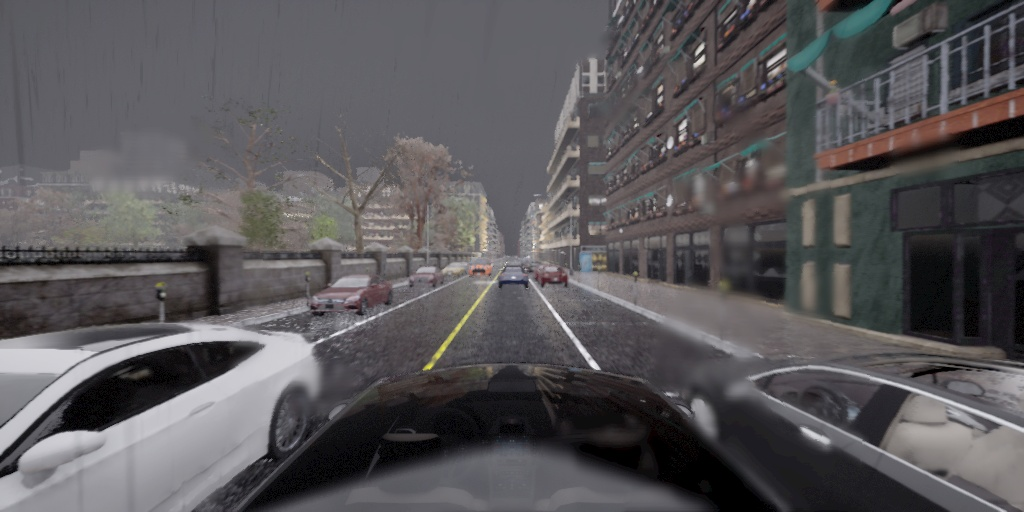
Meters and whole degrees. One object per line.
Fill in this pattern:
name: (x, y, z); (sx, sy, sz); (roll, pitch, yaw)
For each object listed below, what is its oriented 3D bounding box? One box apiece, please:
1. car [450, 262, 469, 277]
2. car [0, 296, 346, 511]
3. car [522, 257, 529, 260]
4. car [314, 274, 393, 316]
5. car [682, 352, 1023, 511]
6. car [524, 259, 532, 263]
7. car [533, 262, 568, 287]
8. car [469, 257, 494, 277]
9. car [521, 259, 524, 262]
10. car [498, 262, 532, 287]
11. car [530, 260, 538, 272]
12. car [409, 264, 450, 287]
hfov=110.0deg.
car: (-5.683, 1.297, 35.253); (1.751, 1.417, 4.829); (0, 0, 0)
car: (-3.090, 1.276, 2.308); (1.812, 1.442, 4.674); (0, 0, 0)
car: (2.700, 1.222, 46.492); (1.967, 1.591, 4.097); (0, 0, 0)
car: (-5.688, 1.338, 13.282); (1.802, 1.307, 4.207); (0, 0, 0)
car: (2.690, 1.301, 2.211); (2.007, 1.370, 4.403); (0, 0, 0)
car: (2.699, 1.342, 40.957); (1.948, 1.339, 4.313); (0, 0, 0)
car: (2.695, 1.308, 24.351); (1.888, 1.381, 4.507); (0, 0, 0)
car: (-3.085, 1.124, 35.768); (2.097, 1.767, 4.553); (0, 0, 0)
car: (0.109, 1.381, 44.157); (1.895, 1.301, 4.718); (0, 0, 0)
car: (0.100, 1.327, 24.584); (1.994, 1.385, 4.181); (0, 0, 0)
car: (2.696, 1.312, 29.886); (1.888, 1.381, 4.507); (0, 0, 0)
car: (-5.685, 1.345, 24.353); (1.802, 1.307, 4.207); (0, 0, 0)
